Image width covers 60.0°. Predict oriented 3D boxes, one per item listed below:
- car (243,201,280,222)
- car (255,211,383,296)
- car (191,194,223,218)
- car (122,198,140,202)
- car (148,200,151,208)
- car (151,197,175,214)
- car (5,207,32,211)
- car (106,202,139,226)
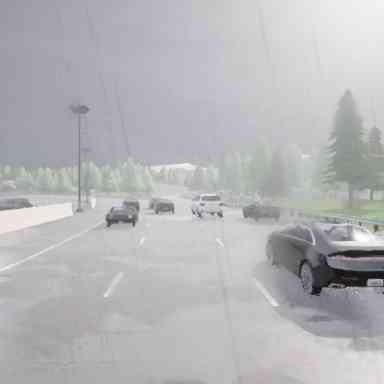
[{"bbox_3d":[5.410,1.487,26.406,2.128,1.511,4.902,0,0,-7],"label":"car"},{"bbox_3d":[3.353,1.491,8.677,2.128,1.511,4.902,0,0,-2],"label":"car"},{"bbox_3d":[1.326,1.220,30.763,2.150,2.045,5.566,0,0,-8],"label":"car"},{"bbox_3d":[-7.130,1.478,38.657,1.882,1.535,5.008,0,0,-11],"label":"car"},{"bbox_3d":[-4.736,1.505,44.665,1.837,1.490,4.892,0,0,-13],"label":"car"},{"bbox_3d":[-2.993,1.478,35.492,1.882,1.535,5.008,0,0,-9],"label":"car"},{"bbox_3d":[-16.634,1.351,31.151,2.097,1.767,4.553,0,0,-9],"label":"car"},{"bbox_3d":[-4.739,1.600,23.144,1.895,1.301,4.718,0,0,-6],"label":"car"}]
